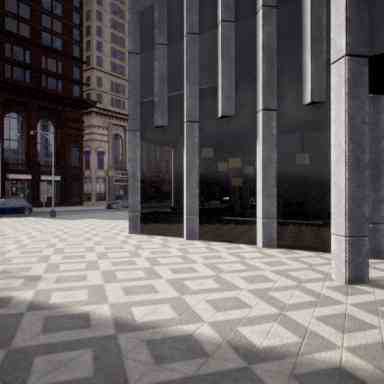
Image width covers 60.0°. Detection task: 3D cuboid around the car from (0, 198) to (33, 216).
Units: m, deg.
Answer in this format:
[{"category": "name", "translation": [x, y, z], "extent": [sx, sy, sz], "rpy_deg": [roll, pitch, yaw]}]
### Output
[{"category": "car", "translation": [-17.530, 1.402, 31.157], "extent": [2.097, 1.767, 4.553], "rpy_deg": [0, 0, 36]}]

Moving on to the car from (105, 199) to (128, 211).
[{"category": "car", "translation": [-9.124, 1.655, 42.911], "extent": [1.994, 1.385, 4.181], "rpy_deg": [0, 0, 36]}]
